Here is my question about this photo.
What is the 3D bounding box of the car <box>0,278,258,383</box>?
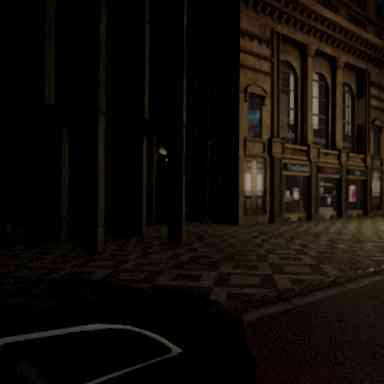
[{"bbox_3d":[-1.699,1.491,2.164,4.902,1.511,2.128,0,0,-36],"label":"car"}]
